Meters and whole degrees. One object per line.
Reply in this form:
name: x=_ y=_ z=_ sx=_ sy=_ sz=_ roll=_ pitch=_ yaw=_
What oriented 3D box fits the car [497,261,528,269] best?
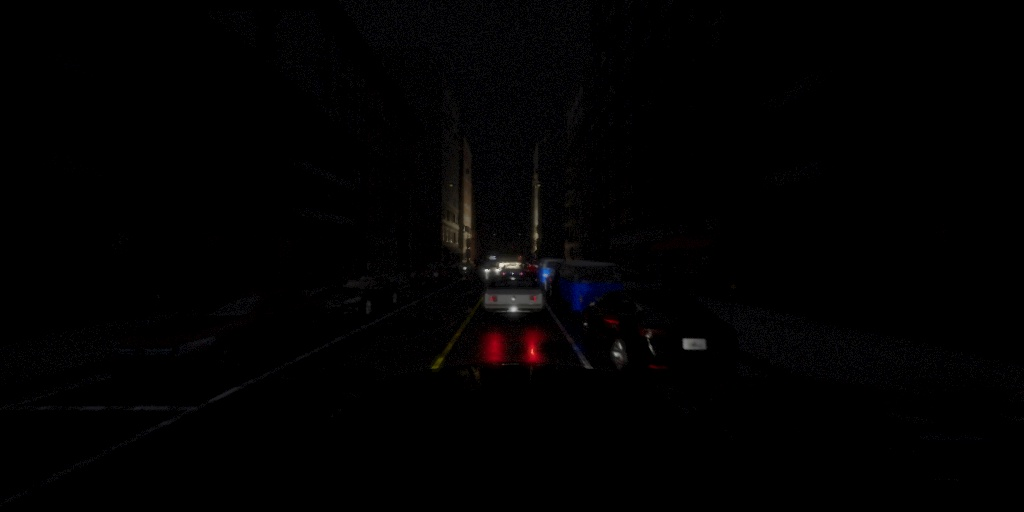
car: x=0.070 y=1.302 z=28.146 sx=1.895 sy=1.301 sz=4.718 roll=0 pitch=0 yaw=0

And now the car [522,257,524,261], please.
car: x=2.763 y=1.196 z=51.391 sx=1.812 sy=1.442 sz=4.674 roll=0 pitch=0 yaw=0

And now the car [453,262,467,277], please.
car: x=-5.379 y=1.242 z=34.812 sx=2.007 sy=1.370 sz=4.403 roll=0 pitch=0 yaw=0

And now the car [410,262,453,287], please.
car: x=-5.382 y=1.147 z=23.791 sx=1.967 sy=1.591 sz=4.097 roll=0 pitch=0 yaw=0

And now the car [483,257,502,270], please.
car: x=-2.815 y=1.194 z=52.087 sx=1.812 sy=1.442 sz=4.674 roll=0 pitch=0 yaw=0

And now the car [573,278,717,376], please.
car: x=2.639 y=1.303 z=7.257 sx=1.948 sy=1.339 sz=4.313 roll=0 pitch=0 yaw=0

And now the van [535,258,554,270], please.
van: x=2.643 y=1.048 z=23.789 sx=1.690 sy=1.789 sz=3.998 roll=0 pitch=0 yaw=0

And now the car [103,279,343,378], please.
car: x=-5.386 y=1.320 z=7.259 sx=1.802 sy=1.307 sz=4.207 roll=0 pitch=0 yaw=0

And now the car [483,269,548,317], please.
car: x=0.067 y=1.327 z=13.137 sx=1.895 sy=1.301 sz=4.718 roll=0 pitch=0 yaw=0

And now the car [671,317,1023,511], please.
car: x=2.638 y=1.332 z=1.747 sx=1.802 sy=1.307 sz=4.207 roll=0 pitch=0 yaw=0

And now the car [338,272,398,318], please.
car: x=-5.384 y=1.277 z=12.770 sx=2.007 sy=1.370 sz=4.403 roll=0 pitch=0 yaw=0

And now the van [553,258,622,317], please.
van: x=2.641 y=1.067 z=12.768 sx=1.690 sy=1.789 sz=3.998 roll=0 pitch=0 yaw=0

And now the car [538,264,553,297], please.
car: x=2.642 y=1.267 z=18.278 sx=2.007 sy=1.370 sz=4.403 roll=0 pitch=0 yaw=0

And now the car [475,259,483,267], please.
car: x=-5.372 y=1.198 z=62.368 sx=1.888 sy=1.381 sz=4.507 roll=0 pitch=0 yaw=0

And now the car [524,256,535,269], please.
car: x=2.648 y=1.124 z=40.321 sx=1.967 sy=1.591 sz=4.097 roll=0 pitch=0 yaw=0
